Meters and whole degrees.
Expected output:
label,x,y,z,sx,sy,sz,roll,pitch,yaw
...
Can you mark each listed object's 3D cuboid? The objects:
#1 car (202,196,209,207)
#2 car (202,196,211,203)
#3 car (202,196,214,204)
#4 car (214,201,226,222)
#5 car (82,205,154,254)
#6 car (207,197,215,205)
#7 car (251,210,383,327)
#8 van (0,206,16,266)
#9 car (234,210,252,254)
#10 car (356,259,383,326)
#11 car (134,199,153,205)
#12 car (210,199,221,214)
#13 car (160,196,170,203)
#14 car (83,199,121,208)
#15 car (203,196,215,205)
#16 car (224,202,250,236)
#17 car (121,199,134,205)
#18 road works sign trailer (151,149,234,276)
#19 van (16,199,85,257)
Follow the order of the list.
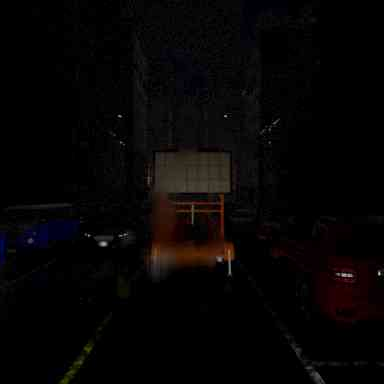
label,x,y,z,sx,sy,sz,roll,pitch,yaw
car,2.938,1.517,51.637,2.008,1.369,4.403,-1,0,0
car,2.967,1.528,68.395,1.802,1.307,4.206,-1,0,0
car,2.957,1.519,62.809,1.947,1.339,4.313,-1,0,0
car,2.891,1.555,23.708,1.947,1.339,4.313,-1,0,0
car,-2.982,1.486,13.646,2.128,1.511,4.902,0,0,0
car,2.910,1.532,34.879,2.008,1.369,4.403,-1,0,0
car,2.860,1.313,6.950,2.192,1.841,5.009,-1,0,0
van,-5.671,1.339,6.963,1.690,1.788,3.998,-1,0,0
car,2.873,1.577,12.536,1.802,1.307,4.206,-1,0,0
car,2.853,1.525,1.534,1.752,1.417,4.829,-1,0,0
car,-5.629,1.422,34.891,1.967,1.590,4.097,-1,0,0
car,2.901,1.551,29.293,1.947,1.339,4.313,-1,0,0
car,-5.579,1.490,68.406,1.887,1.381,4.507,-1,0,0
car,-5.655,1.307,18.134,2.192,1.841,5.009,-1,0,0
car,2.948,1.485,57.393,1.752,1.417,4.829,-1,0,0
car,2.881,1.518,18.292,1.752,1.417,4.829,-1,0,0
car,-5.645,1.429,23.720,1.967,1.590,4.097,-1,0,0
road works sign trailer,0.019,0.461,10.355,2.380,3.560,2.880,0,0,0
van,-5.662,1.336,12.548,1.690,1.788,3.998,-1,0,0
